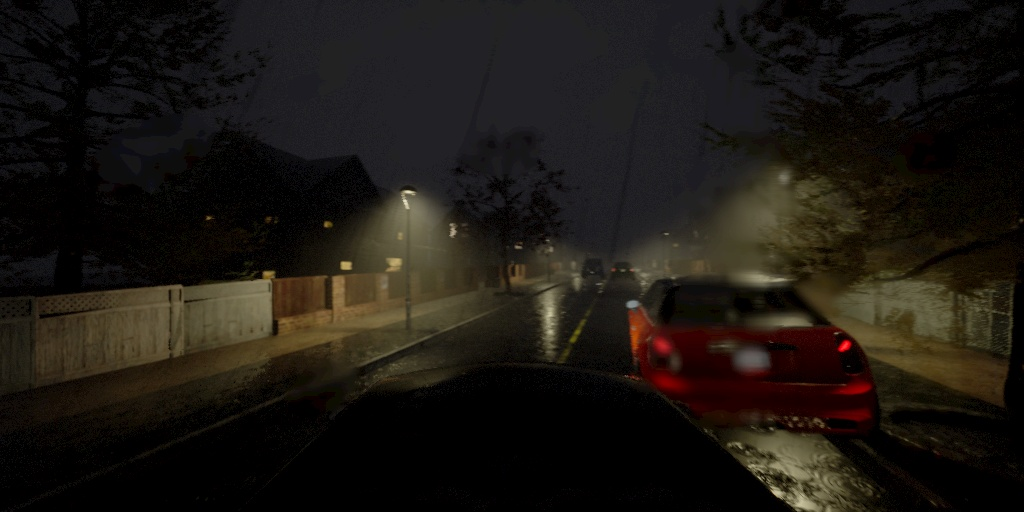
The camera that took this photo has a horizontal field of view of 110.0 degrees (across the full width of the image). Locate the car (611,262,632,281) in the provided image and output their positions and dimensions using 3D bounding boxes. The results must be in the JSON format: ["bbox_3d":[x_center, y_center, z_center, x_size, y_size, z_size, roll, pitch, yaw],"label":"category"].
[{"bbox_3d":[10.283,1.304,33.301,2.097,1.767,4.553,-1,-1,17],"label":"car"}]

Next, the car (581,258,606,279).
[{"bbox_3d":[8.519,1.249,37.300,2.150,2.045,5.566,-1,-1,17],"label":"car"}]

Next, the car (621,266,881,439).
[{"bbox_3d":[2.878,1.047,5.425,2.097,1.767,4.553,-4,-2,16],"label":"car"}]
